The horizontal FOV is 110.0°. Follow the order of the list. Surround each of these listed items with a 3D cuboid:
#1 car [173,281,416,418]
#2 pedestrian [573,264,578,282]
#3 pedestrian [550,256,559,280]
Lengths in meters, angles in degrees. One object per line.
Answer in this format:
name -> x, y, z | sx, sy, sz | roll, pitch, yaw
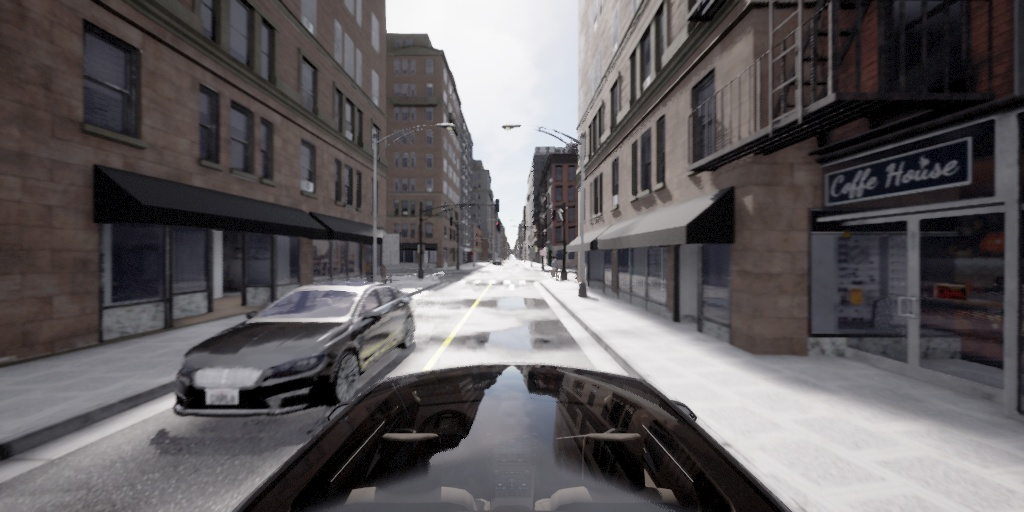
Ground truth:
car -> -3.096, 1.238, 6.284 | 2.128, 1.511, 4.902 | 0, 0, 0
pedestrian -> 4.632, 0.917, 25.681 | 0.375, 1.860, 0.375 | 0, 0, 0
pedestrian -> 3.196, 0.869, 26.881 | 0.375, 1.860, 0.375 | 0, 0, 0
